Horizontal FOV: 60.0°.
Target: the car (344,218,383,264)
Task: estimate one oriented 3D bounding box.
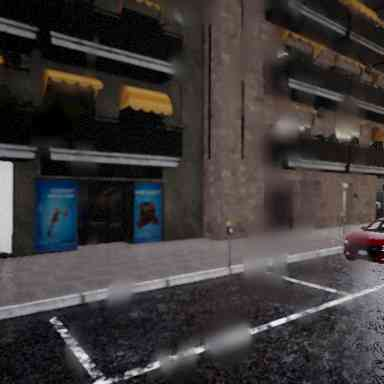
[{"bbox_3d":[6.771,1.506,10.929,4.507,1.381,1.887,0,1,-36],"label":"car"}]
